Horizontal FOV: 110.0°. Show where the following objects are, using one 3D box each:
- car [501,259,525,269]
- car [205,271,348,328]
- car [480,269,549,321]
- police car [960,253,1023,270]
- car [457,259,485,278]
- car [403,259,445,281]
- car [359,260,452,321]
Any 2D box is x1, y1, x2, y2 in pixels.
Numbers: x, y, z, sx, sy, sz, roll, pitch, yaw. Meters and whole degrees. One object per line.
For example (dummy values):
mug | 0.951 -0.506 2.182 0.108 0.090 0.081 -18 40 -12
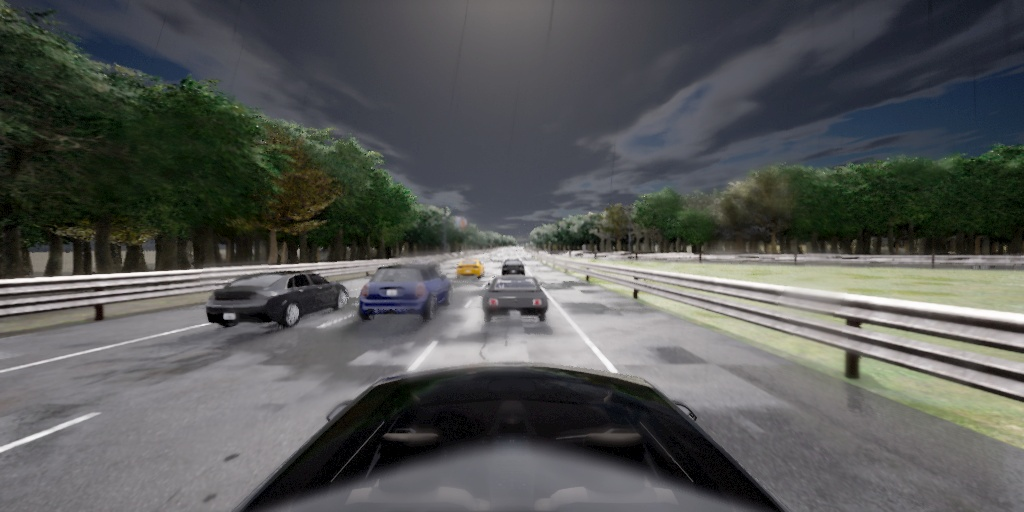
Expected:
car | 0.102 1.014 30.103 1.882 1.535 5.008 0 1 0
car | -6.908 1.204 11.205 1.837 1.490 4.892 0 1 0
car | 0.096 1.291 12.132 1.895 1.301 4.718 0 0 0
police car | 47.334 0.500 34.506 5.238 1.638 1.930 1 0 33
car | -3.397 1.014 30.113 1.882 1.535 5.008 0 1 0
car | -6.899 1.043 28.554 2.128 1.511 4.902 0 1 0
car | -3.407 1.040 12.329 2.097 1.767 4.553 0 0 0
